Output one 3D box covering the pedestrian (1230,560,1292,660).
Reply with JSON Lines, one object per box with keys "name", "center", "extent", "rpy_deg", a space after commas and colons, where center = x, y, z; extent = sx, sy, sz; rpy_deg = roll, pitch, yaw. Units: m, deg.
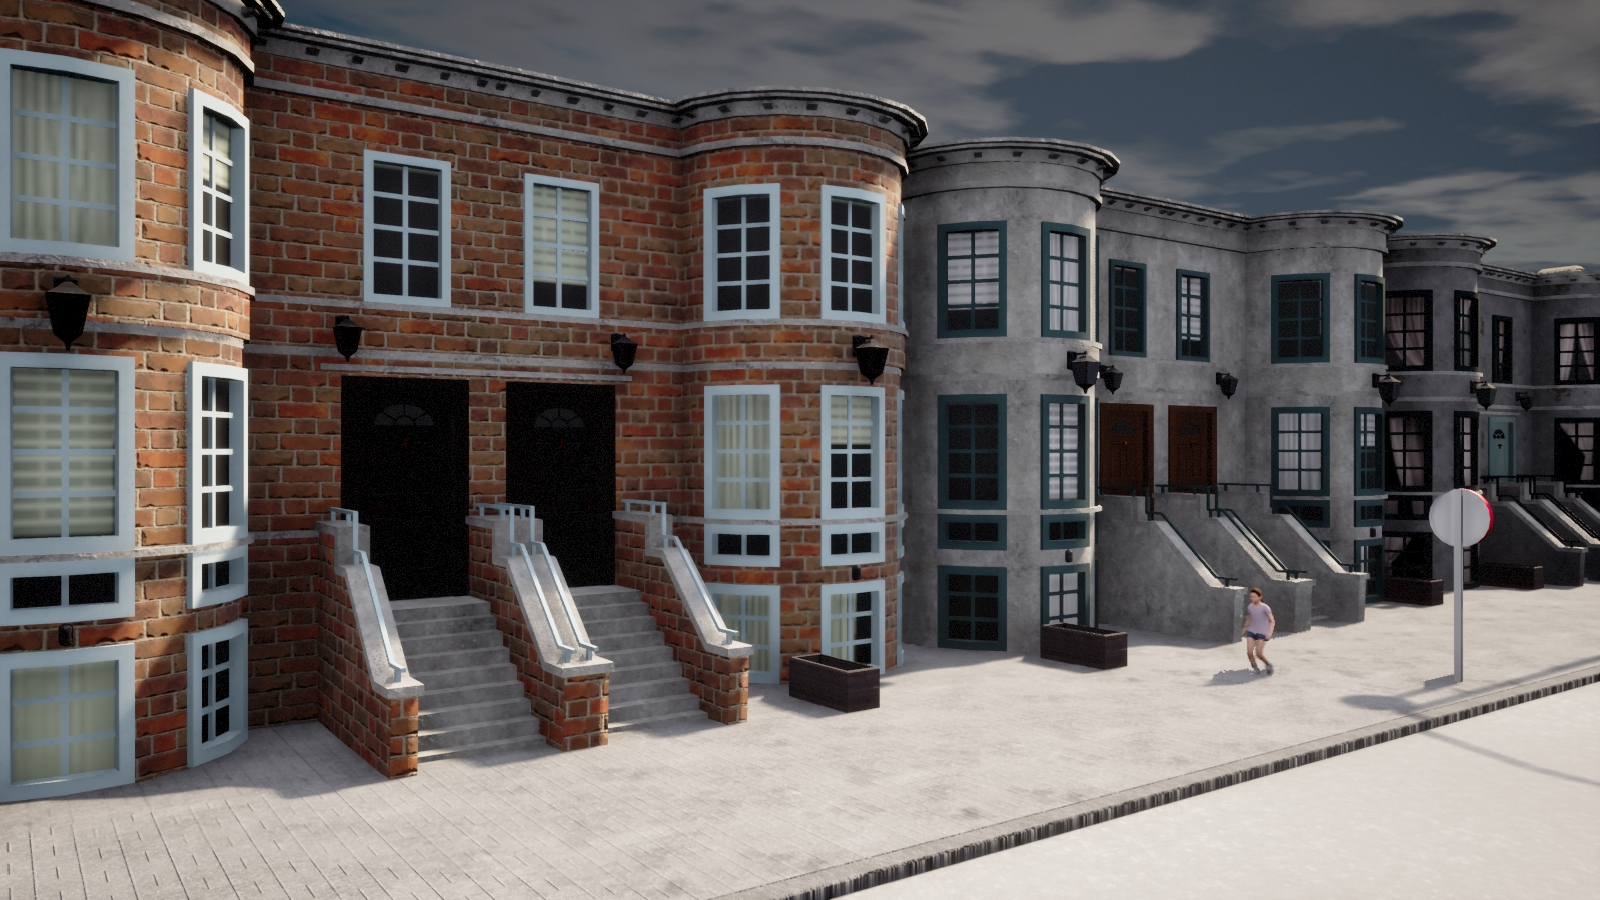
{"name": "pedestrian", "center": [5.524, 1.904, 13.693], "extent": [0.500, 1.100, 0.500], "rpy_deg": [0, 0, -37]}
